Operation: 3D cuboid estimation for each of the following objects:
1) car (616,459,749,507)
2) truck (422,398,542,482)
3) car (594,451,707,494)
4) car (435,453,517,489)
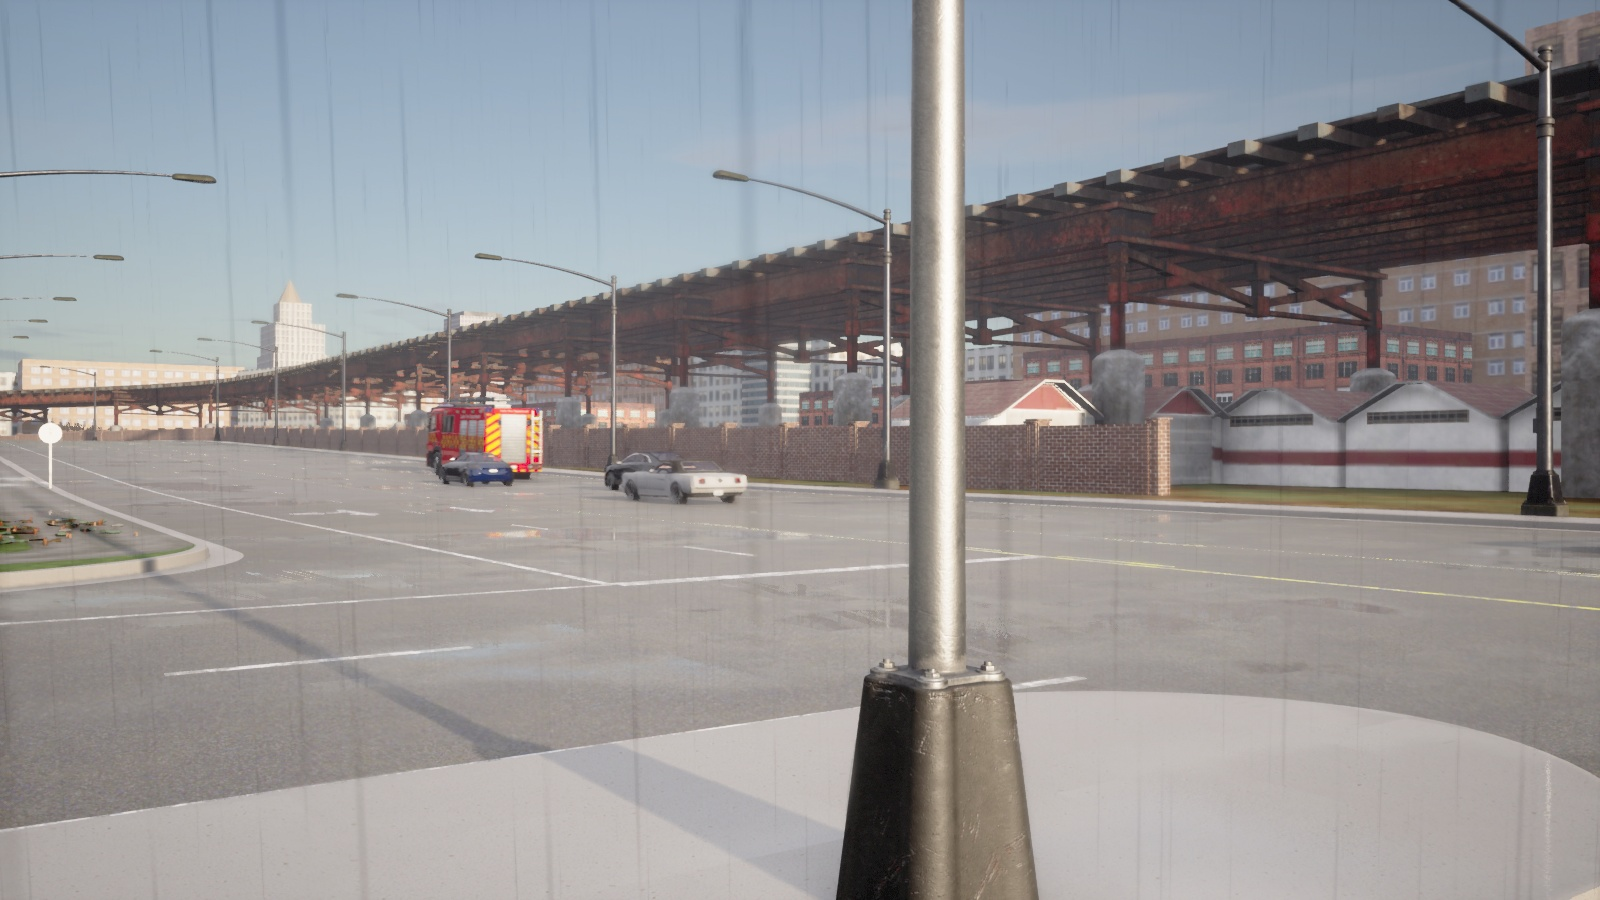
[{"bbox_3d":[-3.609,0.943,37.805,1.895,1.301,4.718,0,0,-35],"label":"car"},{"bbox_3d":[-15.719,-0.528,61.496,2.891,3.827,8.468,0,1,-35],"label":"truck"},{"bbox_3d":[-5.646,0.788,46.913,2.128,1.511,4.902,0,0,-35],"label":"car"},{"bbox_3d":[-13.476,0.830,52.090,1.994,1.385,4.181,0,1,-35],"label":"car"}]
